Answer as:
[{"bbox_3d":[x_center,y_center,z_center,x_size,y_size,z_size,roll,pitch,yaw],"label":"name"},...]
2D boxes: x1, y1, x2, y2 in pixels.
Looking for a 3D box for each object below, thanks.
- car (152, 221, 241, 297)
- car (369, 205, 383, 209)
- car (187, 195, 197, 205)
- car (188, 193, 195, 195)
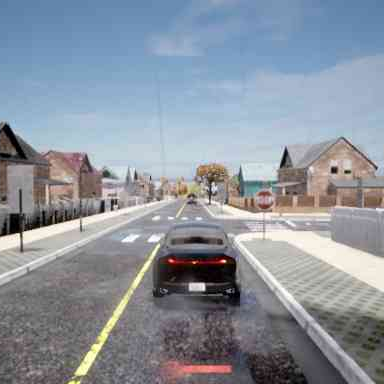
[{"bbox_3d":[0.109,1.500,8.531,1.837,1.490,4.892,0,0,0],"label":"car"},{"bbox_3d":[13.103,1.595,22.681,4.181,1.385,1.994,1,2,8],"label":"car"},{"bbox_3d":[-0.059,1.819,65.885,1.895,1.301,4.718,0,0,0],"label":"car"},{"bbox_3d":[-0.068,1.355,75.908,2.150,2.045,5.566,0,-1,0],"label":"car"}]
